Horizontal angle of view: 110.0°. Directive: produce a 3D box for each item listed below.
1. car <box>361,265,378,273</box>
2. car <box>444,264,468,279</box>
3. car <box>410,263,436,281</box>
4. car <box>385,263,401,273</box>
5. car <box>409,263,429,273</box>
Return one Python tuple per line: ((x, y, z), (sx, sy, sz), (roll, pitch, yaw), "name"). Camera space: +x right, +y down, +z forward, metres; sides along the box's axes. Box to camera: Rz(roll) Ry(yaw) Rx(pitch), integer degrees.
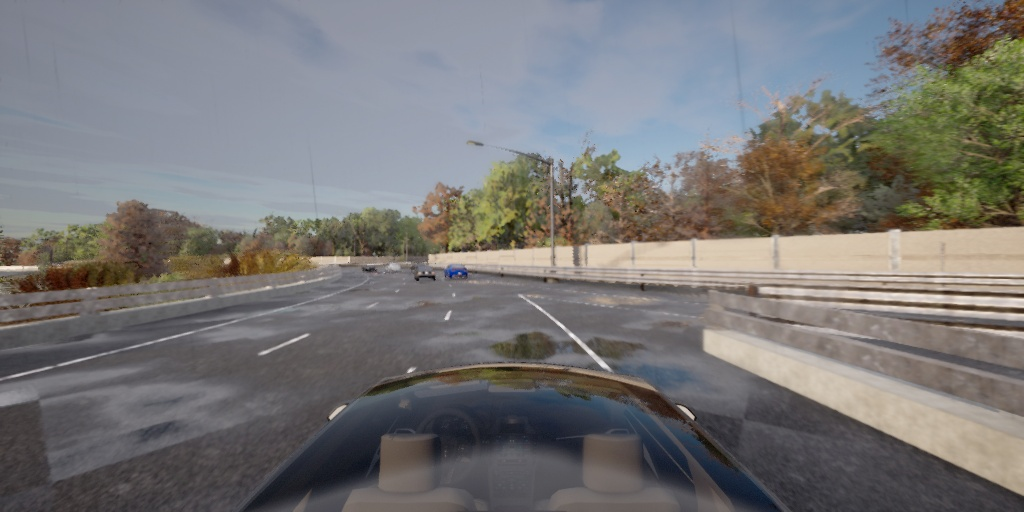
((-23.245, 2.056, 58.384), (1.895, 1.301, 4.718), (0, -1, -32), "car")
((-5.968, 1.586, 37.837), (1.882, 1.535, 5.008), (0, -1, -19), "car")
((-8.761, 1.667, 35.679), (2.033, 1.411, 5.357), (0, -1, -19), "car")
((-19.611, 1.948, 59.000), (1.812, 1.442, 4.674), (0, -1, -32), "car")
((-15.282, 1.880, 58.626), (1.837, 1.490, 4.892), (1, -1, -31), "car")
